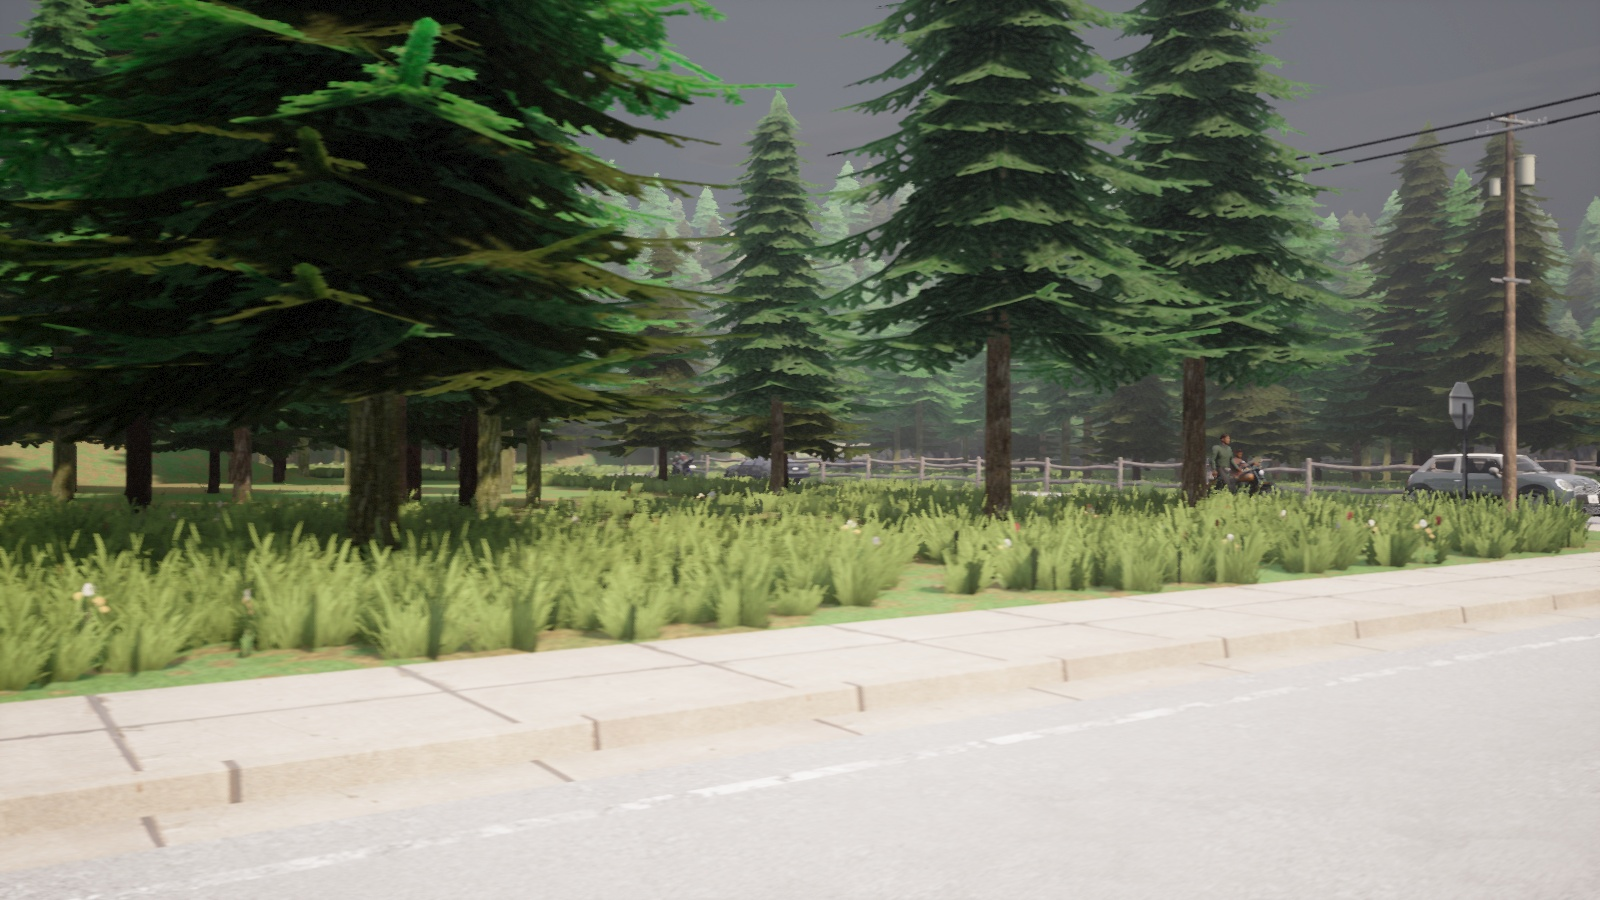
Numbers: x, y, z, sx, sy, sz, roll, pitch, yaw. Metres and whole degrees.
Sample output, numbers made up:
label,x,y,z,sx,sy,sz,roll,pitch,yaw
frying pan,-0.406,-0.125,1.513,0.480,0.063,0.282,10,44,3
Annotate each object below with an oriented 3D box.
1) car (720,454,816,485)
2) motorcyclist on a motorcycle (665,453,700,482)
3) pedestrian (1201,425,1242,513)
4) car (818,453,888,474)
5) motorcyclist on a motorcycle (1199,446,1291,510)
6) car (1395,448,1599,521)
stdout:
label,x,y,z,sx,sy,sz,roll,pitch,yaw
car,-1.606,0.917,60.087,2.033,1.411,5.357,0,0,-34
motorcyclist on a motorcycle,-6.291,0.932,67.082,0.866,1.530,2.191,0,0,-35
pedestrian,9.524,0.420,28.381,0.423,1.949,0.788,0,0,-38
car,3.836,0.962,91.380,4.792,1.488,2.163,0,0,-10
motorcyclist on a motorcycle,11.842,0.718,33.481,0.766,1.649,2.350,0,0,-32
car,15.485,0.711,27.678,1.970,1.475,3.806,0,0,-32
